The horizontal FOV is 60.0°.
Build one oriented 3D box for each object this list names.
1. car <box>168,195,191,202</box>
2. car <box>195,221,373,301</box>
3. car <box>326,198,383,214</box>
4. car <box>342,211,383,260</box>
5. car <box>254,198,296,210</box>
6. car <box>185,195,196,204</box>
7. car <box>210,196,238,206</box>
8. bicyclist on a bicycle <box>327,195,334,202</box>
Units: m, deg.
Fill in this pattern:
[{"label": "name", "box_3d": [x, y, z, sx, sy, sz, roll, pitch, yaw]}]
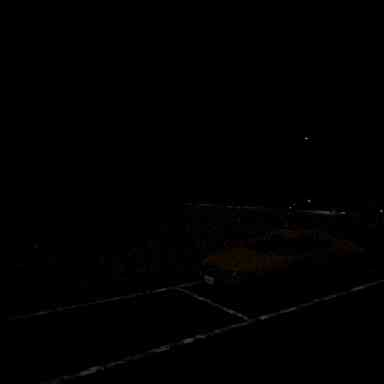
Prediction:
[{"label": "car", "box_3d": [-2.346, 1.166, 60.667, 1.895, 1.301, 4.718, 1, 0, -34]}, {"label": "car", "box_3d": [2.336, 1.526, 8.332, 4.829, 1.417, 1.752, 0, 1, -35]}, {"label": "car", "box_3d": [14.665, 1.341, 30.205, 2.128, 1.511, 4.902, 1, 0, -34]}, {"label": "car", "box_3d": [7.096, 1.547, 11.637, 4.507, 1.381, 1.887, 0, 1, -35]}, {"label": "car", "box_3d": [9.425, 1.367, 37.850, 1.895, 1.301, 4.718, 1, 0, -34]}, {"label": "car", "box_3d": [-1.295, 1.193, 53.550, 1.895, 1.301, 4.718, 1, 0, -34]}, {"label": "car", "box_3d": [4.301, 1.248, 45.342, 1.994, 1.385, 4.181, 1, 0, -34]}, {"label": "bicyclist on a bicycle", "box_3d": [16.271, 1.158, 38.900, 1.656, 1.620, 0.582, 0, 0, -34]}]
